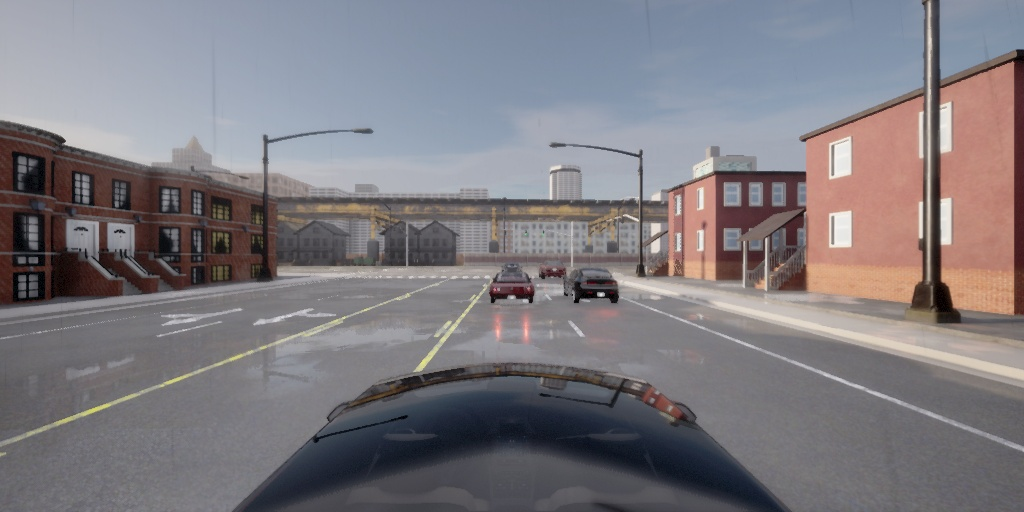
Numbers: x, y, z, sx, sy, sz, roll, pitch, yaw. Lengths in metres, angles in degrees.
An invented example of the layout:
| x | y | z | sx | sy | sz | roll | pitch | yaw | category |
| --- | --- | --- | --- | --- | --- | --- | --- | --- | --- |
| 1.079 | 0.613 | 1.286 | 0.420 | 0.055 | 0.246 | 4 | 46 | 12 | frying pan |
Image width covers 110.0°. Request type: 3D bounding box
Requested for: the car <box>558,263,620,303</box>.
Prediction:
| x | y | z | sx | sy | sz | roll | pitch | yaw | category |
| --- | --- | --- | --- | --- | --- | --- | --- | --- | --- |
| 3.500 | 1.265 | 16.500 | 1.837 | 1.490 | 4.892 | 0 | 0 | 0 | car |

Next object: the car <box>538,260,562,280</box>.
| x | y | z | sx | sy | sz | roll | pitch | yaw | category |
| --- | --- | --- | --- | --- | --- | --- | --- | --- | --- |
| 3.500 | 1.115 | 31.470 | 2.097 | 1.767 | 4.553 | 0 | 0 | 0 | car |

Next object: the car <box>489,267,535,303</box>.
| x | y | z | sx | sy | sz | roll | pitch | yaw | category |
| --- | --- | --- | --- | --- | --- | --- | --- | --- | --- |
| -0.002 | 1.363 | 16.530 | 1.895 | 1.301 | 4.718 | 0 | 0 | 0 | car |

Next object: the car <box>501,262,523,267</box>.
| x | y | z | sx | sy | sz | roll | pitch | yaw | category |
| --- | --- | --- | --- | --- | --- | --- | --- | --- | --- |
| 0.000 | 1.282 | 31.500 | 1.812 | 1.442 | 4.674 | 0 | 0 | 0 | car |
